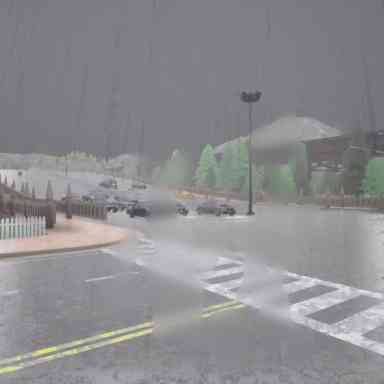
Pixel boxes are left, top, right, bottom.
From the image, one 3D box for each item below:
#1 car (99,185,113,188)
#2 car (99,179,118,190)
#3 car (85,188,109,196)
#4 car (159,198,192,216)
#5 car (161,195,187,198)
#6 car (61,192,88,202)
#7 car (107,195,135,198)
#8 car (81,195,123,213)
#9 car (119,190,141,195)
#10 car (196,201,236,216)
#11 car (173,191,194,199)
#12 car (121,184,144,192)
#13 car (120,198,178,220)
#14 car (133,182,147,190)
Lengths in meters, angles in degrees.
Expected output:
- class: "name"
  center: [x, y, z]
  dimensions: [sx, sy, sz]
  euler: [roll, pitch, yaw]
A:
- class: "car"
  center: [-15.404, 0.170, 55.381]
  dimensions: [1.837, 1.490, 4.892]
  euler: [0, 6, -37]
- class: "car"
  center: [-17.587, -1.706, 70.043]
  dimensions: [2.150, 2.045, 5.566]
  euler: [0, 7, -37]
- class: "car"
  center: [-14.190, 0.635, 47.859]
  dimensions: [2.097, 1.767, 4.553]
  euler: [0, 4, -37]
- class: "car"
  center: [-2.152, 1.555, 31.937]
  dimensions: [1.994, 1.385, 4.181]
  euler: [0, 0, -37]
- class: "car"
  center: [-3.155, 1.424, 39.046]
  dimensions: [1.882, 1.535, 5.008]
  euler: [0, 1, -37]
- class: "car"
  center: [-16.050, 0.904, 44.504]
  dimensions: [1.837, 1.490, 4.892]
  euler: [0, 4, -37]
- class: "car"
  center: [-8.159, 1.412, 39.854]
  dimensions: [1.994, 1.385, 4.181]
  euler: [0, 2, -37]
- class: "car"
  center: [-9.858, 1.451, 36.298]
  dimensions: [2.033, 1.411, 5.357]
  euler: [0, 2, -37]
- class: "car"
  center: [-9.273, 1.008, 47.148]
  dimensions: [1.882, 1.535, 5.008]
  euler: [0, 4, -37]
- class: "car"
  center: [2.266, 1.558, 31.909]
  dimensions: [1.994, 1.385, 4.181]
  euler: [0, 0, -37]
- class: "car"
  center: [-1.637, 0.546, 60.596]
  dimensions: [1.882, 1.535, 5.008]
  euler: [0, 5, -37]
- class: "car"
  center: [-11.465, -0.063, 62.020]
  dimensions: [1.895, 1.301, 4.718]
  euler: [0, 7, -37]
- class: "car"
  center: [-3.781, 1.543, 28.292]
  dimensions: [2.033, 1.411, 5.357]
  euler: [0, 0, -37]
- class: "car"
  center: [-11.821, -1.388, 73.982]
  dimensions: [1.837, 1.490, 4.892]
  euler: [0, 7, -37]
